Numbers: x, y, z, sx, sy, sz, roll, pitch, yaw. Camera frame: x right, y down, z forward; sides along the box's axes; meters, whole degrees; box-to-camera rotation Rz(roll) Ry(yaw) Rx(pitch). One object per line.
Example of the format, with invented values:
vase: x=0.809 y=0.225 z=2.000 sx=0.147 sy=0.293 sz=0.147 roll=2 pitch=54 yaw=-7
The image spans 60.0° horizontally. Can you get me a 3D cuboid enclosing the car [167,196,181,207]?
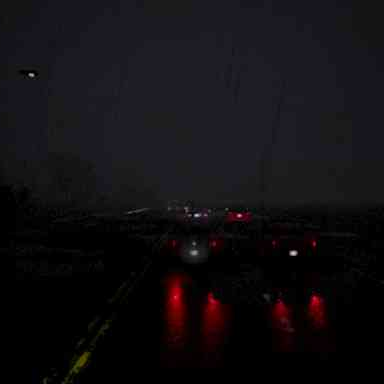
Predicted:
car: x=-3.460 y=1.874 z=65.893 sx=2.150 sy=2.045 sz=5.566 roll=0 pitch=0 yaw=6

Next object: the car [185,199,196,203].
car: x=-0.229 y=2.150 z=65.587 sx=1.837 sy=1.490 sz=4.892 roll=0 pitch=0 yaw=6

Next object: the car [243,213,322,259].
car: x=3.386 y=1.740 z=13.123 sx=1.895 sy=1.301 sz=4.718 roll=0 pitch=-1 yaw=2

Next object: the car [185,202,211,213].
car: x=0.539 y=1.831 z=27.416 sx=2.033 sy=1.411 sz=5.357 roll=0 pitch=-1 yaw=3

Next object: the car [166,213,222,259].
car: x=0.135 y=1.740 z=13.177 sx=1.895 sy=1.301 sz=4.718 roll=0 pitch=-1 yaw=2

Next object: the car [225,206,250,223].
car: x=3.838 y=1.855 z=28.257 sx=1.994 sy=1.385 sz=4.181 roll=0 pitch=0 yaw=3
